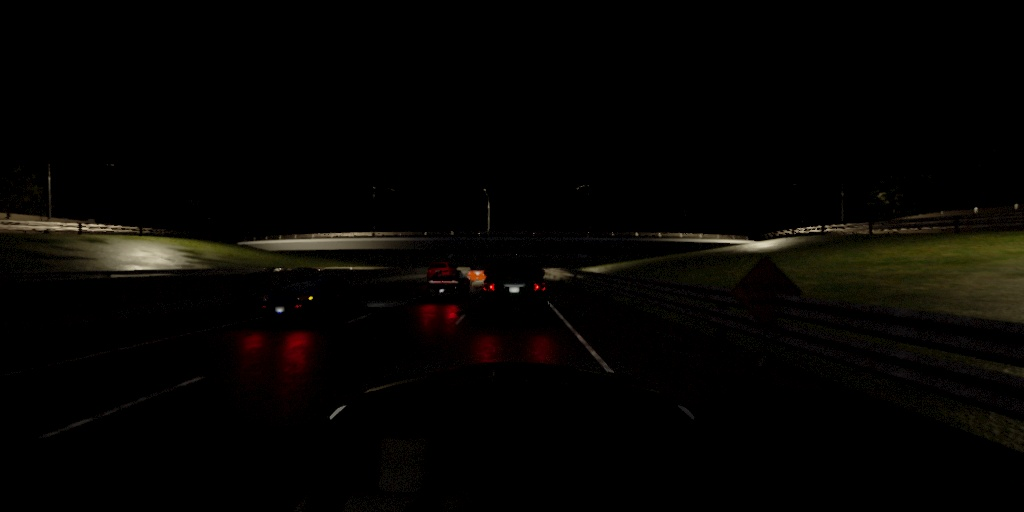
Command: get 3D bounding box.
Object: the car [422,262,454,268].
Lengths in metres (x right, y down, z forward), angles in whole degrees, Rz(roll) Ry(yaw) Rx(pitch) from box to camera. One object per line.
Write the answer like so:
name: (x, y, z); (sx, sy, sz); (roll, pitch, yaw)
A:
car: (-6.678, 1.609, 35.024); (2.150, 2.045, 5.566); (0, -2, 2)

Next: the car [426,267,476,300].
car: (-3.404, 1.532, 19.852); (2.128, 1.511, 4.902); (0, -1, 0)

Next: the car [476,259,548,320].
car: (0.084, 1.149, 13.531); (2.150, 2.045, 5.566); (0, -1, 0)

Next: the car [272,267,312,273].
car: (-20.856, 1.873, 35.537); (1.882, 1.535, 5.008); (0, -2, 2)

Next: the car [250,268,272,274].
car: (-24.335, 1.903, 36.219); (2.128, 1.511, 4.902); (0, -1, 2)

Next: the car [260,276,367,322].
car: (-6.914, 1.440, 12.981); (1.812, 1.442, 4.674); (0, -1, 0)

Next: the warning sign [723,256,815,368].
warning sign: (4.549, 0.928, 6.446); (1.300, 1.860, 1.060); (0, 0, 0)

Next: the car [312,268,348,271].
car: (-17.354, 1.923, 35.579); (1.812, 1.442, 4.674); (0, -2, 2)
